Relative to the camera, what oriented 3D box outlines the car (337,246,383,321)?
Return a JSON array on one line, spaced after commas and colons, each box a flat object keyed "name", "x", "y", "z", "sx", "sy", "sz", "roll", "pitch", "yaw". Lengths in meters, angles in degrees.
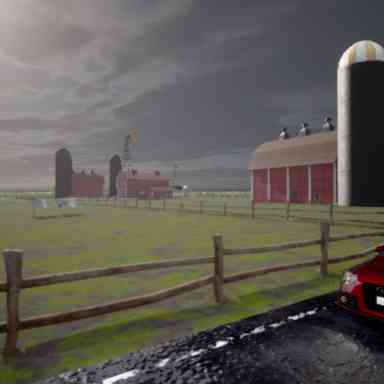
[{"name": "car", "x": 4.692, "y": 1.567, "z": 6.399, "sx": 4.181, "sy": 1.385, "sz": 1.994, "roll": 0, "pitch": 0, "yaw": -35}]
